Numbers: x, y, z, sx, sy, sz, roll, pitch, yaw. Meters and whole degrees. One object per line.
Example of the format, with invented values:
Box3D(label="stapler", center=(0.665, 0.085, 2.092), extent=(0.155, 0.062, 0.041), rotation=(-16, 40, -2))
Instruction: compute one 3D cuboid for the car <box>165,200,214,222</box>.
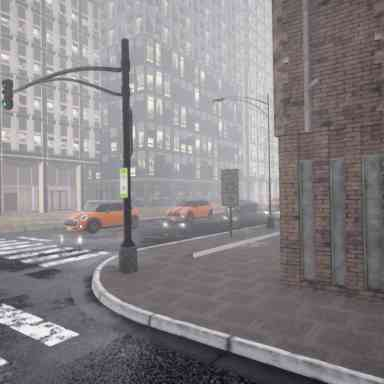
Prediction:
Box3D(label="car", center=(-0.128, 1.432, 27.047), extent=(2.097, 1.767, 4.553), rotation=(-1, -1, 36))

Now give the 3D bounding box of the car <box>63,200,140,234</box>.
Box3D(label="car", center=(-5.335, 1.416, 19.892), extent=(2.097, 1.767, 4.553), rotation=(-1, -1, 37))

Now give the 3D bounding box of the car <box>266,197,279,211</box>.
Box3D(label="car", center=(11.094, 1.471, 42.521), extent=(2.097, 1.767, 4.553), rotation=(-1, -1, 36))

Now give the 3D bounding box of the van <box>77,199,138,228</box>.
Box3D(label="van", center=(-5.894, 1.460, 23.492), extent=(1.690, 1.788, 3.998), rotation=(-2, -1, 36))

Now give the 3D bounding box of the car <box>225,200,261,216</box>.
Box3D(label="car", center=(5.151, 1.590, 34.341), extent=(2.128, 1.511, 4.902), rotation=(-1, -1, 36))
